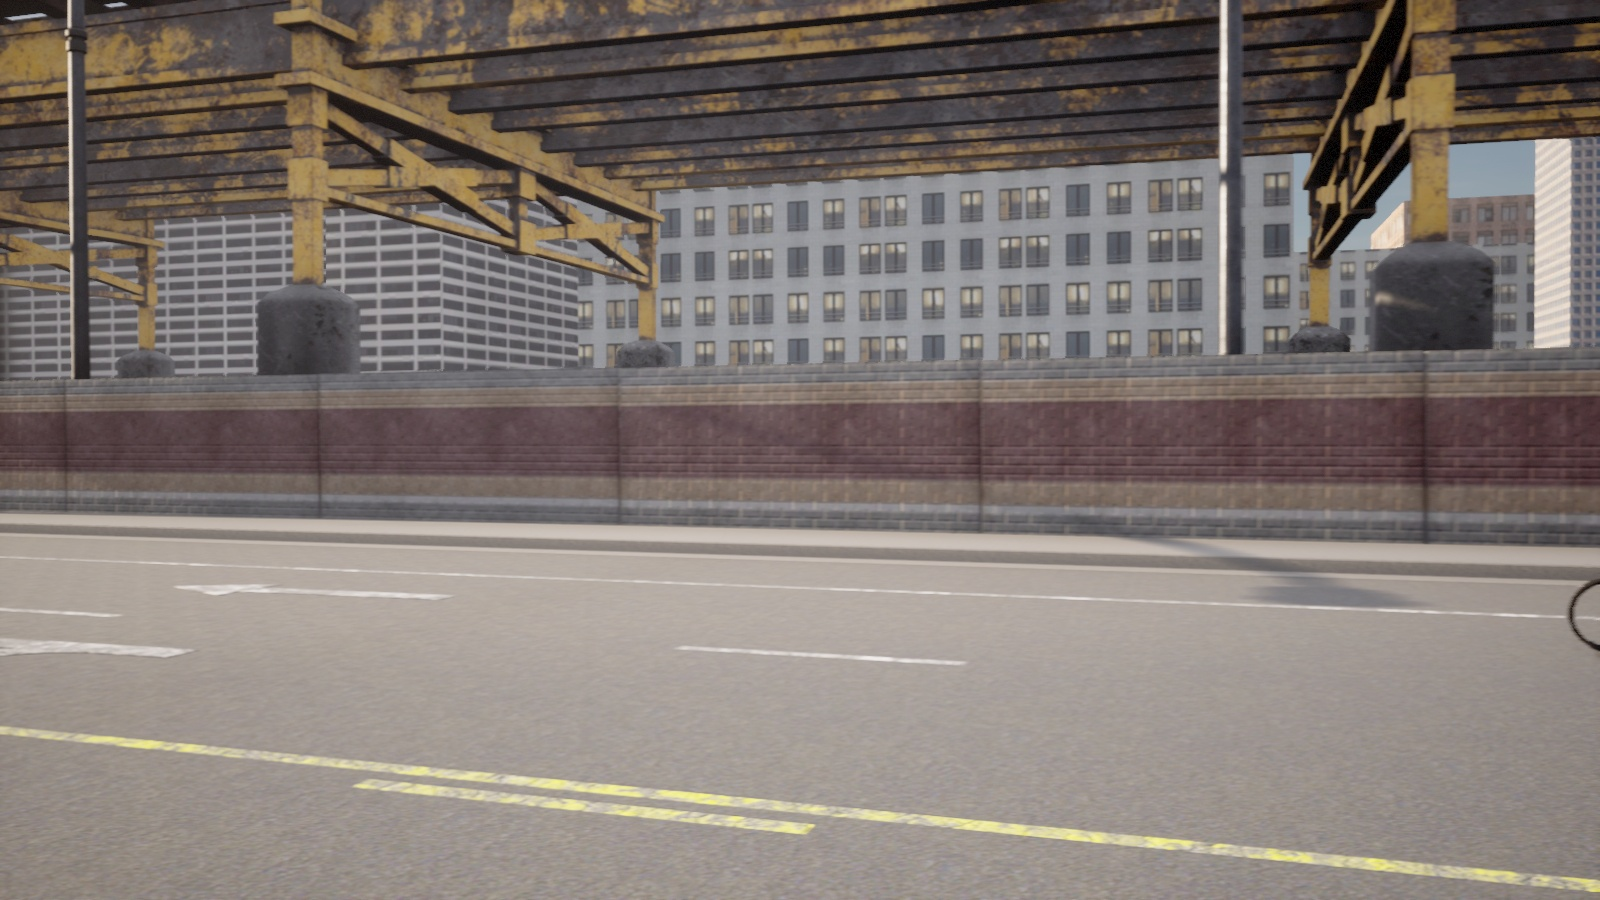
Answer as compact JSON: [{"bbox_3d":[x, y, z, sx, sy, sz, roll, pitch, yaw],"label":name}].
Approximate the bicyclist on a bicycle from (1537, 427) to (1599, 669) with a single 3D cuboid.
[{"bbox_3d":[5.989,0.649,8.558,1.509,1.612,0.866,0,1,19],"label":"bicyclist on a bicycle"}]
